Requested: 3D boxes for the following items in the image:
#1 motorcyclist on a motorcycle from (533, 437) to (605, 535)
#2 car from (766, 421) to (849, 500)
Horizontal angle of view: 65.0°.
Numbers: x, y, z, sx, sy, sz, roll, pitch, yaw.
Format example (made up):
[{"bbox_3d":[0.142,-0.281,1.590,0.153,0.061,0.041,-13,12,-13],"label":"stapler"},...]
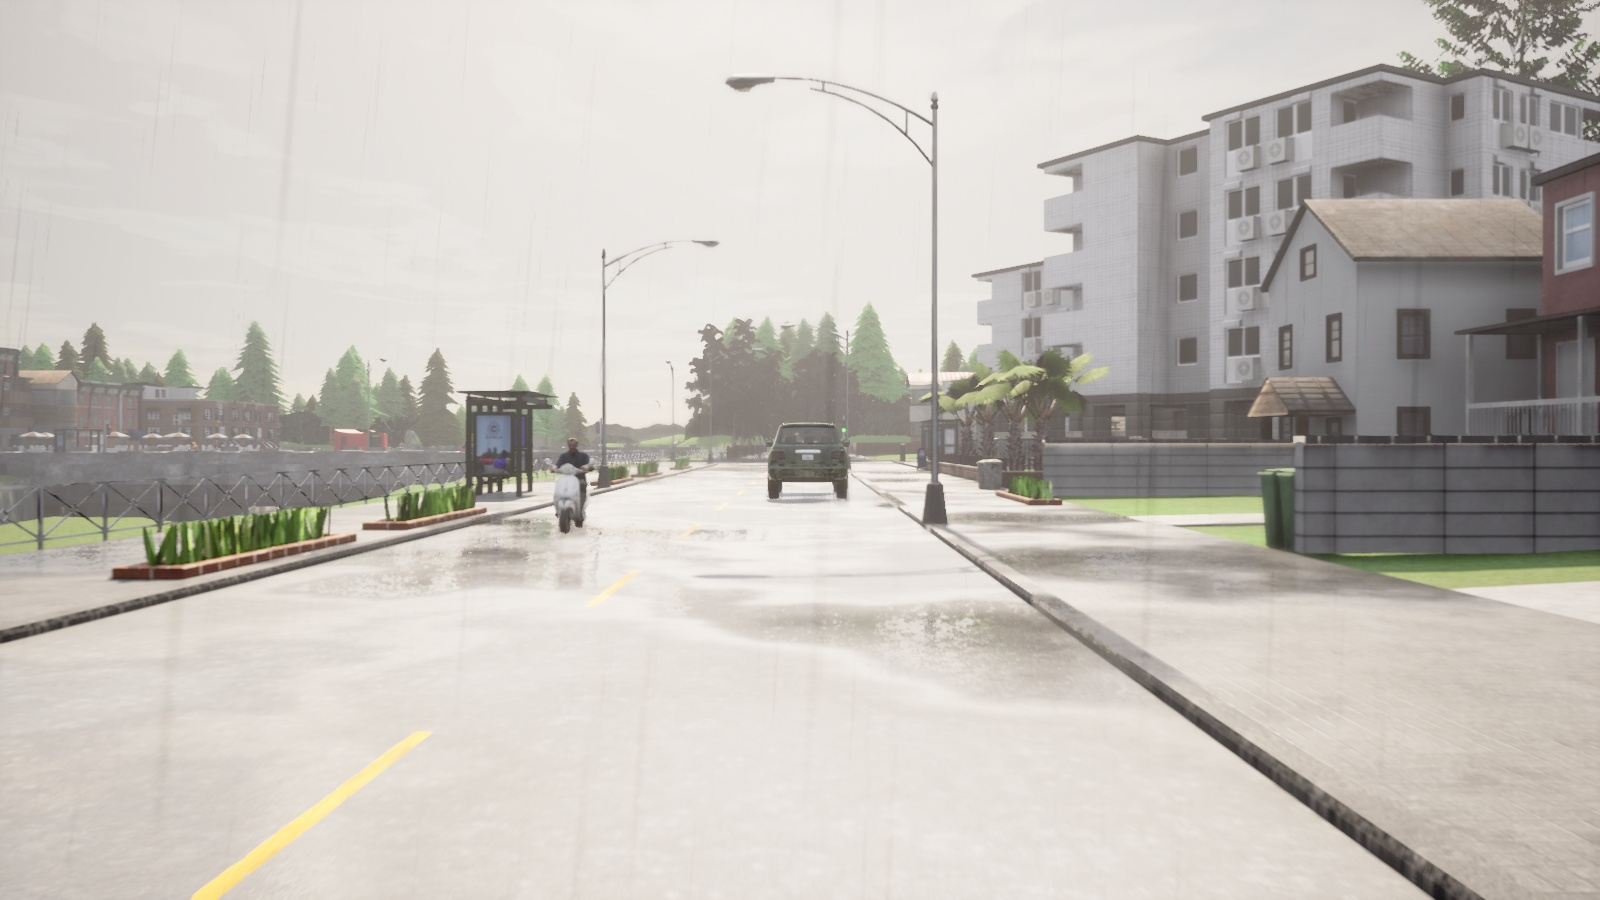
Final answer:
[{"bbox_3d":[-3.863,0.577,21.172,0.866,1.590,1.817,0,0,0],"label":"motorcyclist on a motorcycle"},{"bbox_3d":[0.219,0.266,35.356,2.150,2.045,5.566,0,0,0],"label":"car"}]
